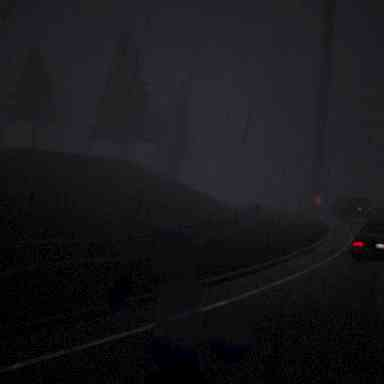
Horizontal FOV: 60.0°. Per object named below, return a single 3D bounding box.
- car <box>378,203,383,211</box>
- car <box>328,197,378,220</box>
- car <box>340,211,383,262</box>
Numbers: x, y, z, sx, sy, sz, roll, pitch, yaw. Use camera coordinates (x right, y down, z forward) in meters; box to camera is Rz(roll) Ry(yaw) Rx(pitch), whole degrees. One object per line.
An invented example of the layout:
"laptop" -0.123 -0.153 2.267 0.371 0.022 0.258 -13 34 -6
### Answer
"car" 16.754 1.573 27.697 2.097 1.767 4.553 0 0 10
"car" 13.536 1.443 28.741 2.150 2.045 5.566 0 0 8
"car" 6.964 1.642 11.732 2.033 1.411 5.357 0 0 36
